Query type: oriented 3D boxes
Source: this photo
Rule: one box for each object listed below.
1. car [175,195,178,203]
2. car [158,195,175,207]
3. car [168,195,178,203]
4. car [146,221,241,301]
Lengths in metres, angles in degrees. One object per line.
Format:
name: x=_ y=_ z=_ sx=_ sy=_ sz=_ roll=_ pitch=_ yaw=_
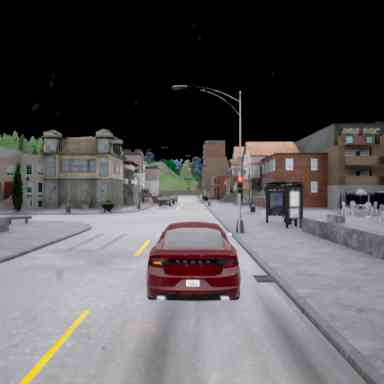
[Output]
car: x=-4.072 y=1.591 z=61.273 sx=1.895 sy=1.301 sz=4.718 roll=0 pitch=0 yaw=0
car: x=-4.110 y=1.497 z=51.968 sx=1.837 sy=1.490 sz=4.892 roll=0 pitch=0 yaw=0
car: x=-4.015 y=1.489 z=71.640 sx=1.837 sy=1.490 sz=4.892 roll=0 pitch=0 yaw=0
car: x=0.048 y=1.476 z=8.396 sx=1.882 sy=1.535 sz=5.008 roll=0 pitch=0 yaw=1
